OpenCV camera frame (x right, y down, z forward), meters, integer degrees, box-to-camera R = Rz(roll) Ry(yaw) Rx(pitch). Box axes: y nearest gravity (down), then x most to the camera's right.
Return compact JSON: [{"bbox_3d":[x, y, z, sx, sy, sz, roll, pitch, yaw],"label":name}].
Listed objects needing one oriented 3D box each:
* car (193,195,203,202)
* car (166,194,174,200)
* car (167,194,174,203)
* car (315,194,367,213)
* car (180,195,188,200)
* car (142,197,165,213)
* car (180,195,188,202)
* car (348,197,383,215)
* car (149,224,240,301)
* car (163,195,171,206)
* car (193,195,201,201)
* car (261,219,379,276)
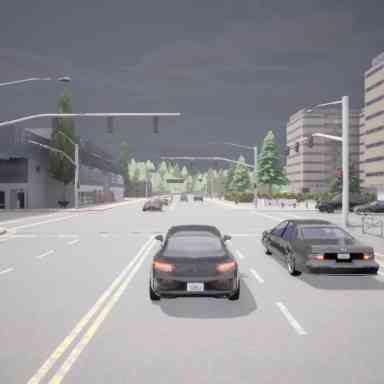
[{"bbox_3d":[1.579,1.478,78.713,1.882,1.535,5.008,0,0,-1],"label":"car"},{"bbox_3d":[-5.518,1.286,82.370,1.812,1.442,4.674,0,0,-1],"label":"car"},{"bbox_3d":[-5.151,1.477,67.434,1.882,1.535,5.008,0,0,-1],"label":"car"},{"bbox_3d":[16.291,1.222,36.005,5.566,2.045,2.150,0,0,-2],"label":"car"},{"bbox_3d":[-2.181,1.467,88.779,1.994,1.385,4.181,0,0,-1],"label":"car"},{"bbox_3d":[-4.391,1.565,37.475,1.994,1.385,4.181,0,0,-2],"label":"car"},{"bbox_3d":[-1.908,1.533,78.143,2.033,1.411,5.357,0,0,-1],"label":"car"},{"bbox_3d":[18.226,1.526,32.537,4.674,1.442,1.812,0,0,-2],"label":"car"},{"bbox_3d":[0.037,1.526,8.224,1.812,1.442,4.674,0,0,-1],"label":"car"},{"bbox_3d":[-4.859,1.564,53.219,1.994,1.385,4.181,0,0,-1],"label":"car"},{"bbox_3d":[1.318,1.500,88.851,1.837,1.490,4.892,0,0,-1],"label":"car"},{"bbox_3d":[3.534,1.547,10.280,2.033,1.411,5.357,0,0,0],"label":"car"}]
